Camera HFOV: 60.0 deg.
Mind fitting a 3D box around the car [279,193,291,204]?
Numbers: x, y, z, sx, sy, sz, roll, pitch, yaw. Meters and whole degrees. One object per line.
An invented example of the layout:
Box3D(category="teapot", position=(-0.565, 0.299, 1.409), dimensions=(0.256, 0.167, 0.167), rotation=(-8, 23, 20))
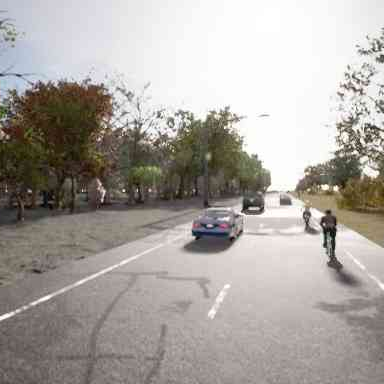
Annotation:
Box3D(category="car", position=(14.995, 1.216, 53.434), dimensions=(2.033, 1.411, 5.357), rotation=(0, 0, 15))

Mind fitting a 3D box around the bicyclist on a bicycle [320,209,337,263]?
Box3D(category="bicyclist on a bicycle", position=(4.439, 1.384, 10.763), dimensions=(0.582, 1.620, 1.656), rotation=(0, 0, 15))

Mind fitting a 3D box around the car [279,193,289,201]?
Box3D(category="car", position=(19.774, 1.059, 71.609), dimensions=(1.837, 1.490, 4.892), rotation=(0, 0, 15))

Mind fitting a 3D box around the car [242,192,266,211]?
Box3D(category="car", position=(6.813, 0.997, 36.459), dimensions=(2.150, 2.045, 5.566), rotation=(0, 0, 15))

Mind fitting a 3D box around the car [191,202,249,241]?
Box3D(category="car", position=(1.401, 1.447, 16.318), dimensions=(2.033, 1.411, 5.357), rotation=(0, 0, 15))

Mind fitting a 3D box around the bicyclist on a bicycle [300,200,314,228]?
Box3D(category="bicyclist on a bicycle", position=(6.988, 1.309, 20.188), dimensions=(0.866, 1.612, 1.509), rotation=(0, 0, 15))
